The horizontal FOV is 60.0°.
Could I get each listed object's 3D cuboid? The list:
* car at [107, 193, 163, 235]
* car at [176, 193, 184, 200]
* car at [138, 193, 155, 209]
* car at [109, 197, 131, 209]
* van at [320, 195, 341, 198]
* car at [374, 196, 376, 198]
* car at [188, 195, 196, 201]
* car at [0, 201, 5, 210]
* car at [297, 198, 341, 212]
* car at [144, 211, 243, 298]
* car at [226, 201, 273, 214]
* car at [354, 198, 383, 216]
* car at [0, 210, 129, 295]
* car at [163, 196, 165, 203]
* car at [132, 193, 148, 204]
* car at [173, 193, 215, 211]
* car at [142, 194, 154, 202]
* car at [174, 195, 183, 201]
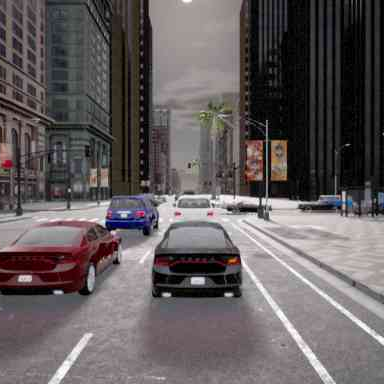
[{"bbox_3d":[-3.184,1.219,18.592,2.150,2.045,5.566,0,0,2],"label":"car"},{"bbox_3d":[-3.274,1.182,91.995,2.097,1.767,4.553,0,0,0],"label":"car"},{"bbox_3d":[-6.269,1.216,46.497,2.150,2.045,5.566,0,0,-5],"label":"car"},{"bbox_3d":[-10.067,1.521,46.868,1.812,1.442,4.674,0,0,3],"label":"car"},{"bbox_3d":[17.055,1.309,39.756,3.998,1.788,1.690,0,0,0],"label":"van"},{"bbox_3d":[23.993,1.193,37.094,5.566,2.045,2.150,0,0,0],"label":"car"},{"bbox_3d":[-0.022,1.495,83.199,1.837,1.490,4.892,0,0,0],"label":"car"},{"bbox_3d":[-23.513,1.504,37.084,4.902,1.511,2.128,0,0,0],"label":"car"},{"bbox_3d":[14.235,1.579,37.093,4.718,1.301,1.895,0,0,0],"label":"car"},{"bbox_3d":[0.096,1.476,8.573,1.882,1.535,5.008,0,0,0],"label":"car"},{"bbox_3d":[5.906,1.595,34.073,4.718,1.301,1.895,0,0,7],"label":"car"},{"bbox_3d":[17.062,1.544,31.232,4.403,1.369,2.008,0,0,0],"label":"car"},{"bbox_3d":[-3.152,1.476,8.727,1.882,1.535,5.008,0,0,0],"label":"car"},{"bbox_3d":[-6.589,1.596,60.390,1.895,1.301,4.718,0,0,0],"label":"car"},{"bbox_3d":[-9.819,1.218,63.545,2.150,2.045,5.566,0,0,0],"label":"car"},{"bbox_3d":[0.097,1.219,18.533,2.150,2.045,5.566,0,0,0],"label":"car"},{"bbox_3d":[-9.771,1.350,74.779,2.097,1.767,4.553,0,0,0],"label":"car"},{"bbox_3d":[-3.272,1.486,81.605,1.837,1.490,4.892,0,0,0],"label":"car"}]
